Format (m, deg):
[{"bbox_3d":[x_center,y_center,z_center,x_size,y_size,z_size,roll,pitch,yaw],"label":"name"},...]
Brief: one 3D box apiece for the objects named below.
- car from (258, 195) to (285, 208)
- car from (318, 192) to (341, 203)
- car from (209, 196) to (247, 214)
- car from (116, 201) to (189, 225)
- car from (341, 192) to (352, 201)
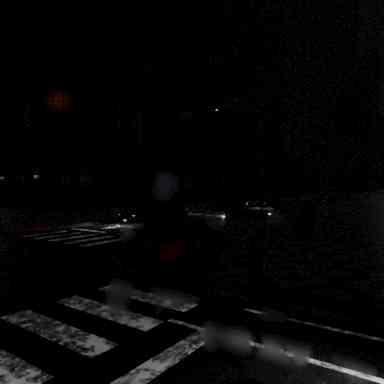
[{"bbox_3d":[9.239,1.034,38.635,1.994,1.385,4.181,0,1,36],"label":"car"},{"bbox_3d":[19.374,0.817,47.340,1.837,1.490,4.892,0,1,36],"label":"car"},{"bbox_3d":[3.398,1.109,30.479,1.837,1.490,4.892,0,1,36],"label":"car"},{"bbox_3d":[-2.443,1.287,22.257,2.033,1.411,5.357,0,1,38],"label":"car"},{"bbox_3d":[25.362,0.652,55.720,1.882,1.535,5.008,0,1,36],"label":"car"}]
